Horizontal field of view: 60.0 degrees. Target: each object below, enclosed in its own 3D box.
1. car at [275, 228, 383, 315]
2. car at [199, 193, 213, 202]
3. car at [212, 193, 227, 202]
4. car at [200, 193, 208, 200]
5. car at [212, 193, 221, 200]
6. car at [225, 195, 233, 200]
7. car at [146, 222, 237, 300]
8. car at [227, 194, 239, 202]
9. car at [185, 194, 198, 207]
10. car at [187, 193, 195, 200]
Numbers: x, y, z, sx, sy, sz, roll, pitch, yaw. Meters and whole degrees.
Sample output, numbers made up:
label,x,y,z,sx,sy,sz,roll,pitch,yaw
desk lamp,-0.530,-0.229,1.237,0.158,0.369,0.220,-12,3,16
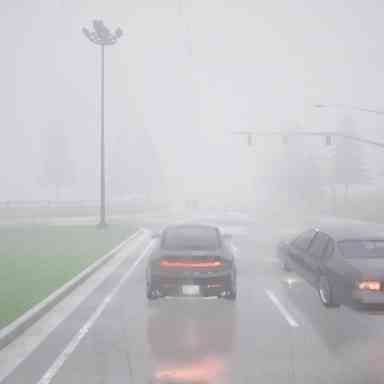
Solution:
label,x,y,z,sx,sy,sz,roll,pitch,yaw
car,3.487,1.559,7.860,2.033,1.411,5.357,0,0,0
car,3.324,1.469,82.932,2.097,1.767,4.553,0,0,0
car,6.825,1.637,82.552,2.128,1.511,4.902,0,0,0
car,3.303,1.194,92.995,2.150,2.045,5.566,0,0,0
car,6.803,1.194,93.003,2.150,2.045,5.566,0,0,0
car,10.303,1.468,92.980,1.837,1.490,4.892,0,0,0
car,-0.008,1.517,8.412,1.837,1.490,4.892,0,0,0
car,10.324,1.469,82.947,2.097,1.767,4.553,0,0,0
car,-0.110,1.554,51.917,1.882,1.535,5.008,0,0,0
car,-0.197,1.194,92.988,2.150,2.045,5.566,0,0,0
